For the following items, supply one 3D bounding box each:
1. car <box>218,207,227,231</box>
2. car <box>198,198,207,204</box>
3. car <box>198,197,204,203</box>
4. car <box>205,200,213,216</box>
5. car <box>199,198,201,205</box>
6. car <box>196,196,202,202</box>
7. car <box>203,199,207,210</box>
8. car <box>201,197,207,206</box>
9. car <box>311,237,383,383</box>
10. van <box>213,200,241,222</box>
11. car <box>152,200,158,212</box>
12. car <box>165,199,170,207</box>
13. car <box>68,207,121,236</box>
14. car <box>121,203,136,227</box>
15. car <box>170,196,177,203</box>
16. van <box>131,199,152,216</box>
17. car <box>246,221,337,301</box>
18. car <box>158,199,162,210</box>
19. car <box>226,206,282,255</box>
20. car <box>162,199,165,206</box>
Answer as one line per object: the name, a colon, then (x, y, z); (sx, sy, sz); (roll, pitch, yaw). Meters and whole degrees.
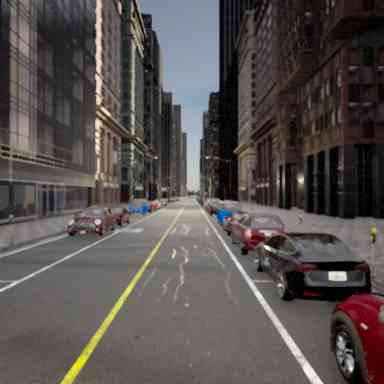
car: (2.751, 1.773, 19.585); (1.802, 1.307, 4.206); (0, -1, 0)
car: (2.717, 2.289, 86.805); (1.967, 1.590, 4.097); (0, -1, 0)
car: (2.726, 2.228, 69.999); (1.887, 1.381, 4.507); (0, -1, 0)
car: (2.743, 1.900, 36.390); (1.887, 1.381, 4.507); (0, -1, 0)
car: (2.732, 2.155, 58.796); (1.802, 1.307, 4.206); (0, -1, 0)
car: (2.720, 2.108, 81.205); (2.192, 1.841, 5.009); (0, -1, 0)
car: (2.740, 1.954, 41.992); (1.887, 1.381, 4.507); (0, -1, 0)
car: (2.737, 1.904, 47.594); (1.967, 1.590, 4.097); (0, -1, 0)
car: (2.759, 1.468, 2.782); (1.967, 1.590, 4.097); (0, -1, 0)
van: (2.748, 1.587, 25.188); (1.690, 1.788, 3.998); (0, -1, 0)
car: (-5.785, 1.955, 41.979); (1.887, 1.381, 4.507); (0, -1, 0)
car: (-5.797, 2.069, 64.388); (1.967, 1.590, 4.097); (0, -1, 0)
car: (-5.775, 1.632, 19.572); (1.967, 1.590, 4.097); (0, -1, 0)
car: (-5.777, 1.791, 25.172); (1.887, 1.381, 4.507); (0, -1, 0)
car: (-5.810, 2.450, 92.395); (1.887, 1.381, 4.507); (0, -1, 0)
van: (-5.783, 1.696, 36.379); (1.690, 1.788, 3.998); (0, -1, 0)
car: (2.757, 1.648, 8.382); (1.947, 1.339, 4.313); (0, -1, 0)
car: (-5.788, 2.009, 47.580); (1.887, 1.381, 4.507); (0, -1, 0)
car: (2.753, 1.577, 13.985); (1.967, 1.590, 4.097); (0, -1, 0)
car: (-5.791, 2.043, 53.013); (1.752, 1.417, 4.829); (0, -1, 0)
